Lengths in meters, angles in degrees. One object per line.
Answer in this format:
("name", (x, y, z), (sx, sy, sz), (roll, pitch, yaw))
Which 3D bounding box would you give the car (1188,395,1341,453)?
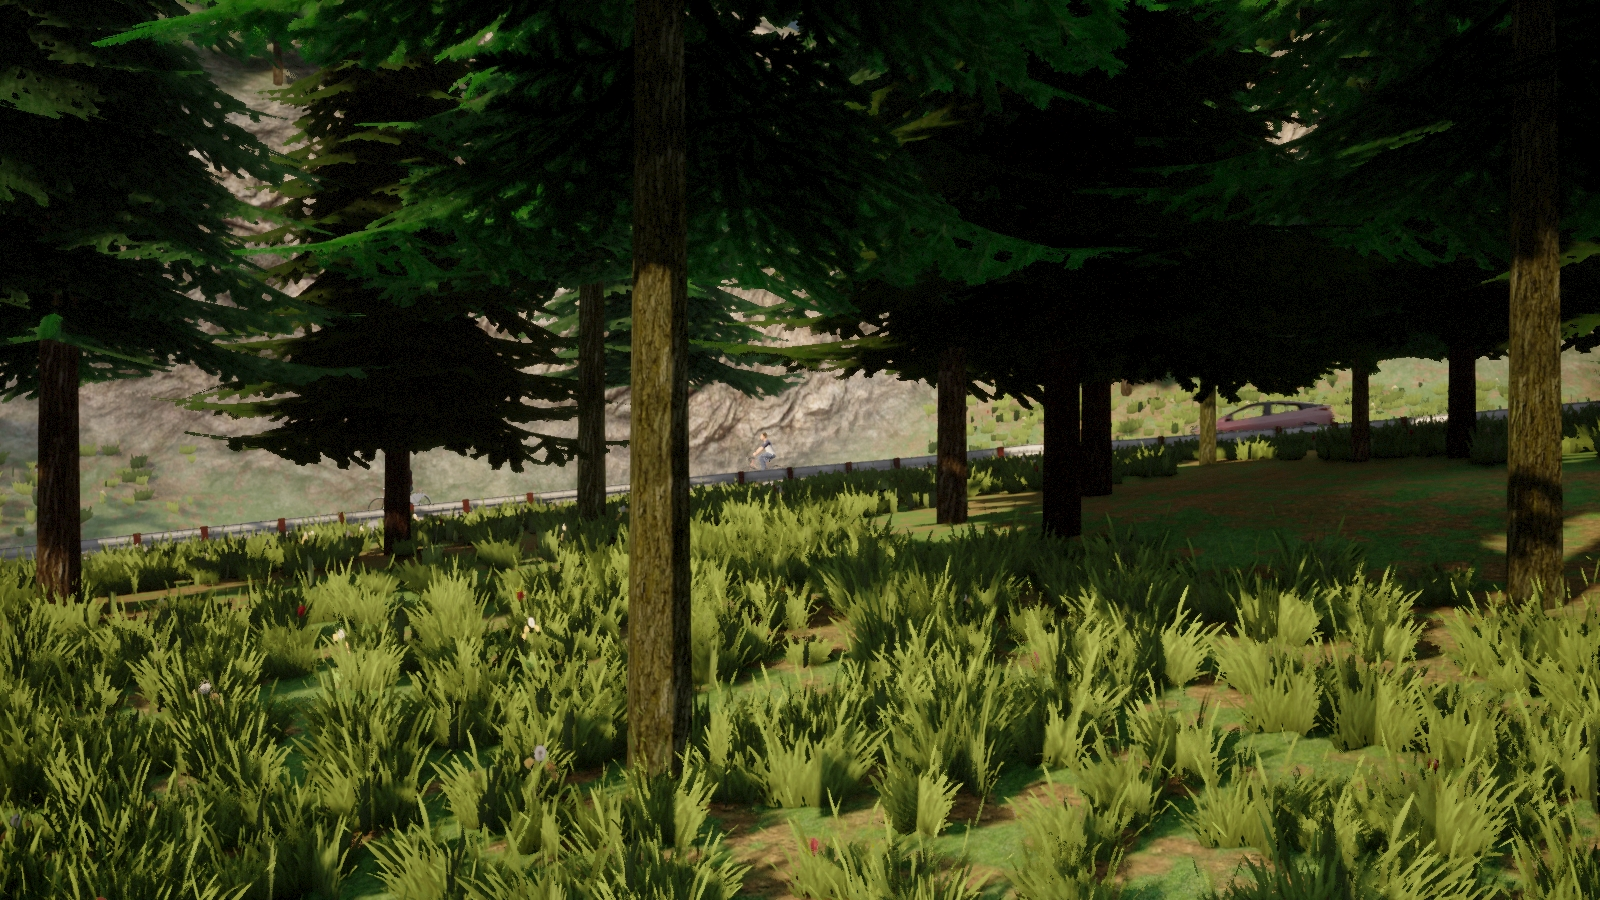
("car", (15.338, -0.825, 37.942), (4.514, 1.525, 2.007), (-5, -2, 20))

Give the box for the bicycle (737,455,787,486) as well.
("bicycle", (-1.305, 0.697, 39.033), (1.643, 1.024, 0.373), (-1, 0, -11))

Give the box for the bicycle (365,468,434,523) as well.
("bicycle", (-12.075, 1.355, 34.490), (1.835, 1.471, 0.329), (-5, 2, -29))
